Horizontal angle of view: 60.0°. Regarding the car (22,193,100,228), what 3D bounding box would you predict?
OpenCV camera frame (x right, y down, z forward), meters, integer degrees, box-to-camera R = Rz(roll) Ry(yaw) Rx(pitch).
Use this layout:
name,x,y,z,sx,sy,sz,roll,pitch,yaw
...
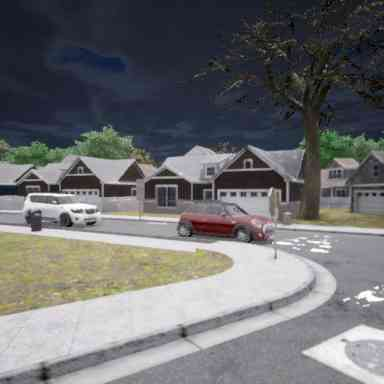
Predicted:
name,x,y,z,sx,sy,sz,roll,pitch,yaw
car,-8.507,1.109,21.482,5.566,2.045,2.150,1,0,29

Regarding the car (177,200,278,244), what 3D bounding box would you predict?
name,x,y,z,sx,sy,sz,roll,pitch,yaw
car,1.565,1.289,15.300,4.553,1.767,2.097,0,0,36
